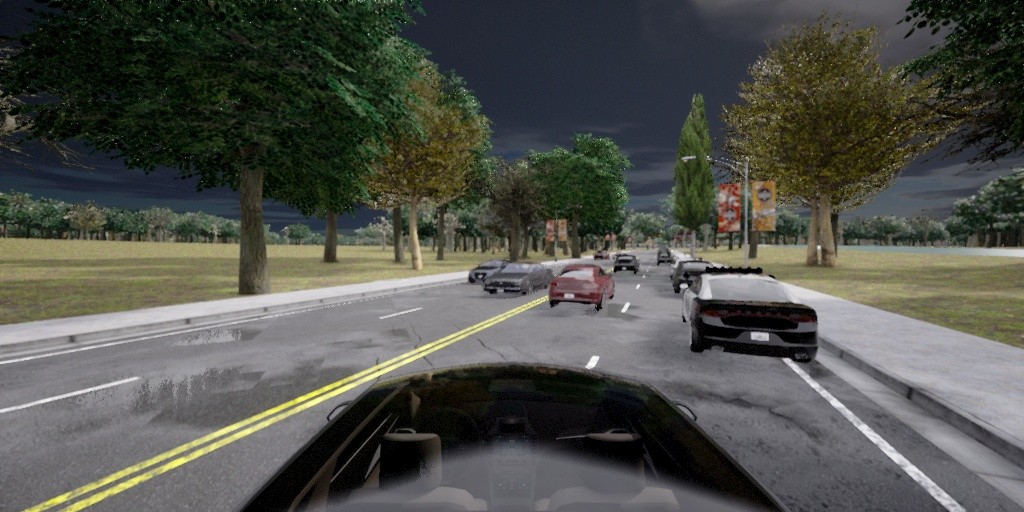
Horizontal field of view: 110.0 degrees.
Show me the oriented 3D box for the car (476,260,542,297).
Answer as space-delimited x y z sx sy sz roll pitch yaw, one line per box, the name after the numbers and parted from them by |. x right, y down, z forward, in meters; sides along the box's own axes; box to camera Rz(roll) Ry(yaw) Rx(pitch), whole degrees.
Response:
0.539 0.997 17.208 2.033 1.411 5.357 0 1 23 | car

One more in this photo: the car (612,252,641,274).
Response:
9.780 0.669 30.488 1.837 1.490 4.892 0 1 23 | car

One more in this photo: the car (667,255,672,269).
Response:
11.083 0.848 22.861 1.812 1.442 4.674 0 1 23 | car

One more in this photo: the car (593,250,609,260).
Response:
15.165 -0.194 60.833 2.097 1.767 4.553 0 2 23 | car

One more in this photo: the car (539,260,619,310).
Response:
2.691 1.051 13.390 1.812 1.442 4.674 0 1 22 | car

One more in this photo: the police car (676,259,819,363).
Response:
4.998 1.050 8.182 1.930 1.638 5.238 0 1 23 | police car

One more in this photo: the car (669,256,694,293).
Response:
8.786 0.945 17.319 1.837 1.490 4.892 0 1 23 | car

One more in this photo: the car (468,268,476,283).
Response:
-1.020 0.919 21.933 1.994 1.385 4.181 0 1 23 | car

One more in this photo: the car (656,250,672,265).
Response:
18.957 0.348 44.310 1.837 1.490 4.892 0 2 23 | car
